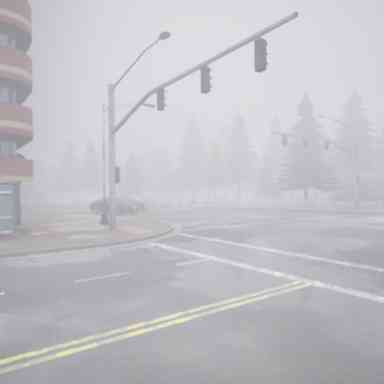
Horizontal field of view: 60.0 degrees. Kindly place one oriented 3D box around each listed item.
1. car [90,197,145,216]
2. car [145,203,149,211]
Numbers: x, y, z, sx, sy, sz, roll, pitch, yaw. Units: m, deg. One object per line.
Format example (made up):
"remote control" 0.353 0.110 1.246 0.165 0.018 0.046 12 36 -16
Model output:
"car" -7.006 1.310 29.812 4.902 1.511 2.128 0 0 31
"car" -6.641 1.283 33.624 4.902 1.511 2.128 0 0 28
